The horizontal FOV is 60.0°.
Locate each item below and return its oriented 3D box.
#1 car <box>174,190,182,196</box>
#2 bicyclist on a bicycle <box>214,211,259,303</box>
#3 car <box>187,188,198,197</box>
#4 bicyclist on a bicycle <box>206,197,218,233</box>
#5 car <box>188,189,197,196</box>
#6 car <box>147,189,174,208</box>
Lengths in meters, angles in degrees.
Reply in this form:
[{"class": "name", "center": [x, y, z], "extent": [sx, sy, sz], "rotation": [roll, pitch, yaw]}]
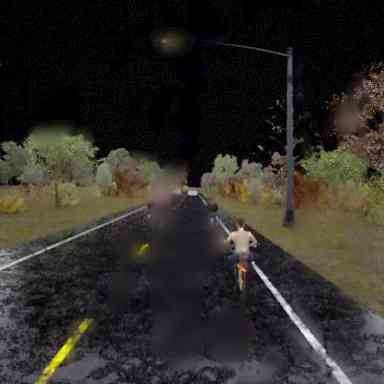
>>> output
[{"class": "car", "center": [-3.337, 0.201, 77.185], "extent": [1.812, 1.442, 4.674], "rotation": [0, 1, 0]}, {"class": "bicyclist on a bicycle", "center": [0.993, 1.323, 6.898], "extent": [0.866, 1.612, 1.509], "rotation": [0, 1, 0]}, {"class": "car", "center": [0.159, 0.086, 74.918], "extent": [2.150, 2.045, 5.566], "rotation": [0, 1, 0]}, {"class": "bicyclist on a bicycle", "center": [0.997, 1.105, 16.441], "extent": [0.659, 1.776, 1.843], "rotation": [0, 1, 0]}, {"class": "car", "center": [0.180, 0.079, 84.757], "extent": [2.097, 1.767, 4.553], "rotation": [0, 1, 0]}, {"class": "car", "center": [-3.511, 0.648, 36.360], "extent": [2.150, 2.045, 5.566], "rotation": [0, 1, 0]}]
